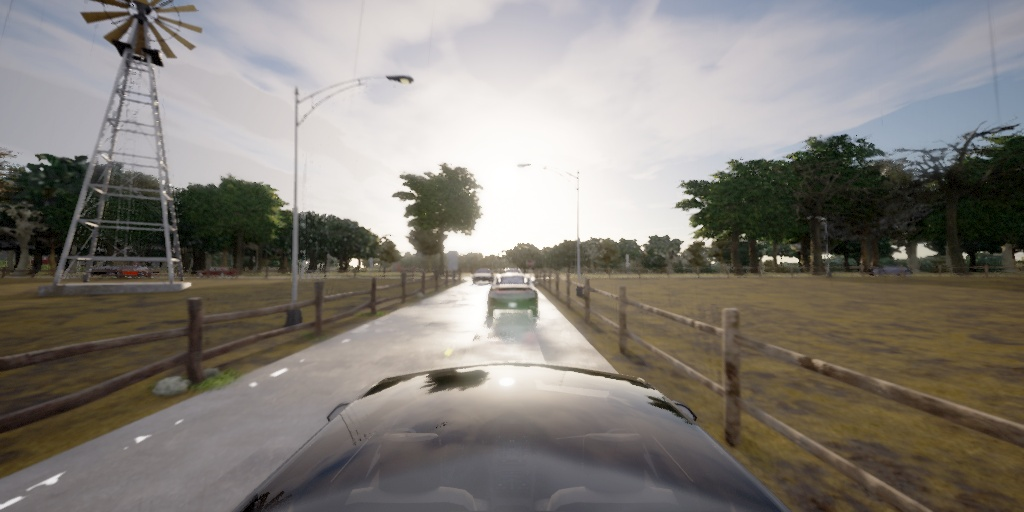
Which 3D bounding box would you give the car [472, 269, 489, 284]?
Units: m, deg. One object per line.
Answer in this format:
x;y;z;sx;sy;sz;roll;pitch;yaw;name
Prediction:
-2.780;1.971;35.265;2.033;1.411;5.357;0;-1;1;car

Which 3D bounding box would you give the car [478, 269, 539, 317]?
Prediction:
0.041;1.452;14.255;2.128;1.511;4.902;0;-1;0;car
